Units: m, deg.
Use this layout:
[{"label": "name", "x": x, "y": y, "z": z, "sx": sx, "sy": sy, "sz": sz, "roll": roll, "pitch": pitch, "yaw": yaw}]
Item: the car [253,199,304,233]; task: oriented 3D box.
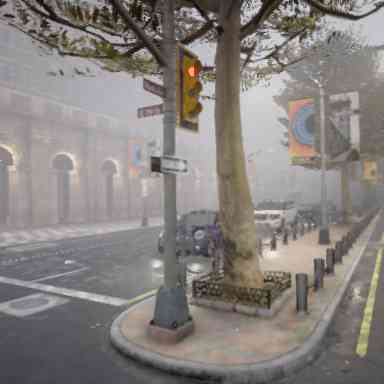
[{"label": "car", "x": 5.553, "y": 1.517, "z": 22.340, "sx": 2.150, "sy": 2.045, "sz": 5.566, "roll": -1, "pitch": -1, "yaw": 31}]

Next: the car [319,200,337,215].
[{"label": "car", "x": 15.683, "y": 1.798, "z": 39.127, "sx": 2.097, "sy": 1.767, "sz": 4.553, "roll": -1, "pitch": -1, "yaw": 31}]

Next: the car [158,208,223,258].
[{"label": "car", "x": 0.550, "y": 1.572, "z": 14.007, "sx": 2.097, "sy": 1.767, "sz": 4.553, "roll": -1, "pitch": -1, "yaw": 31}]

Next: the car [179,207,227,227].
[{"label": "car", "x": 1.042, "y": 2.025, "z": 27.734, "sx": 1.895, "sy": 1.301, "sz": 4.718, "roll": -1, "pitch": -1, "yaw": 31}]

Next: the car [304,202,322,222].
[{"label": "car", "x": 10.607, "y": 1.896, "z": 30.728, "sx": 1.812, "sy": 1.442, "sz": 4.674, "roll": -1, "pitch": -1, "yaw": 31}]
